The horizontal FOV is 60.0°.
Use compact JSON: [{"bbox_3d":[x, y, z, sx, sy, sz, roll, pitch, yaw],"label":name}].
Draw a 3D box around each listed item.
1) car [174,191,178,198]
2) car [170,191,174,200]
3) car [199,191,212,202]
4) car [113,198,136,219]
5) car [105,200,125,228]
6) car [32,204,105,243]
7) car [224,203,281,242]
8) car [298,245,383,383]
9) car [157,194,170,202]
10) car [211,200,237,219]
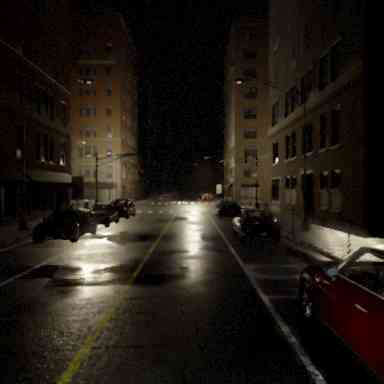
[{"bbox_3d":[-5.624,0.932,90.355,1.752,1.417,4.829,0,0,0],"label":"car"},{"bbox_3d":[-5.646,1.036,74.300,2.008,1.369,4.403,0,0,0],"label":"car"},{"bbox_3d":[2.863,0.986,63.473,1.967,1.590,4.097,0,0,0],"label":"car"},{"bbox_3d":[-5.680,1.238,26.381,1.967,1.590,4.097,0,0,0],"label":"car"},{"bbox_3d":[-5.677,1.421,20.880,1.802,1.307,4.206,0,0,0],"label":"car"},{"bbox_3d":[-5.674,1.447,15.379,1.947,1.339,4.313,0,0,0],"label":"car"},{"bbox_3d":[2.851,1.430,15.383,2.008,1.369,4.403,0,0,0],"label":"car"},{"bbox_3d":[2.856,1.404,4.379,1.967,1.590,4.097,0,0,0],"label":"car"},{"bbox_3d":[-5.661,1.130,63.484,1.802,1.307,4.206,0,0,0],"label":"car"},{"bbox_3d":[2.846,1.362,26.385,1.947,1.339,4.313,0,0,0],"label":"car"}]
